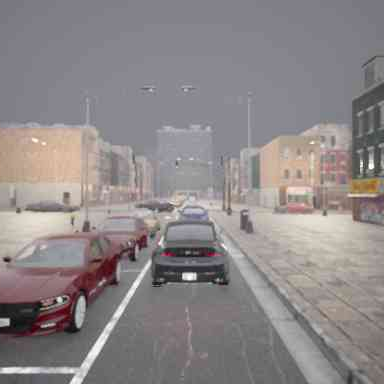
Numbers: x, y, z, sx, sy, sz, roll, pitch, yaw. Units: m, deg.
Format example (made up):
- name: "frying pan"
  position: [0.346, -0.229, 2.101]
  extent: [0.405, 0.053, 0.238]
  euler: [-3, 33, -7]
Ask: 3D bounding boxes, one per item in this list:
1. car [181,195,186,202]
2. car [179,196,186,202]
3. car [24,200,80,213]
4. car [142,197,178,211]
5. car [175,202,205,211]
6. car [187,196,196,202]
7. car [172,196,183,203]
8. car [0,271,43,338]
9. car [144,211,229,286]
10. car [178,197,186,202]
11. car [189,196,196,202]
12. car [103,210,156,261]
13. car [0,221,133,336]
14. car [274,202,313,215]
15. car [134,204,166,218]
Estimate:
- name: "car"
  position: [-2.609, 1.512, 55.243]
  extent: [2.192, 1.841, 5.009]
  euler: [0, 0, 0]
- name: "car"
  position: [-2.592, 1.843, 93.351]
  extent: [1.967, 1.590, 4.097]
  euler: [0, 0, 0]
- name: "car"
  position: [-14.637, 1.551, 34.968]
  extent: [5.357, 1.411, 2.033]
  euler: [0, 0, 2]
- name: "car"
  position: [-4.224, 1.568, 36.207]
  extent: [5.008, 1.535, 1.882]
  euler: [1, -1, 41]
- name: "car"
  position: [0.104, 1.582, 20.777]
  extent: [1.812, 1.442, 4.674]
  euler: [0, 0, 0]
- name: "car"
  position: [0.037, 1.855, 80.473]
  extent: [1.812, 1.442, 4.674]
  euler: [0, 0, 0]
- name: "car"
  position: [-2.612, 1.696, 49.629]
  extent: [1.752, 1.417, 4.829]
  euler: [0, 0, 0]
- name: "car"
  position: [-2.633, 1.554, 1.359]
  extent: [2.008, 1.369, 4.403]
  euler: [0, 0, 0]
- name: "car"
  position: [-0.029, 1.529, 9.440]
  extent: [1.837, 1.490, 4.892]
  euler: [0, 0, 0]
- name: "car"
  position: [-2.595, 1.918, 87.906]
  extent: [1.887, 1.381, 4.507]
  euler: [0, 0, 0]
- name: "car"
  position: [0.041, 1.889, 90.719]
  extent: [1.837, 1.490, 4.892]
  euler: [0, 0, 0]
- name: "car"
  position: [-2.628, 1.575, 12.348]
  extent: [1.887, 1.381, 4.507]
  euler: [0, 0, 0]
- name: "car"
  position: [-2.630, 1.560, 6.853]
  extent: [1.887, 1.381, 4.507]
  euler: [0, 0, 0]
- name: "car"
  position: [11.590, 1.829, 38.026]
  extent: [4.181, 1.385, 1.994]
  euler: [1, 0, 1]
- name: "car"
  position: [-2.626, 1.572, 17.671]
  extent: [1.752, 1.417, 4.829]
  euler: [0, 0, 0]
